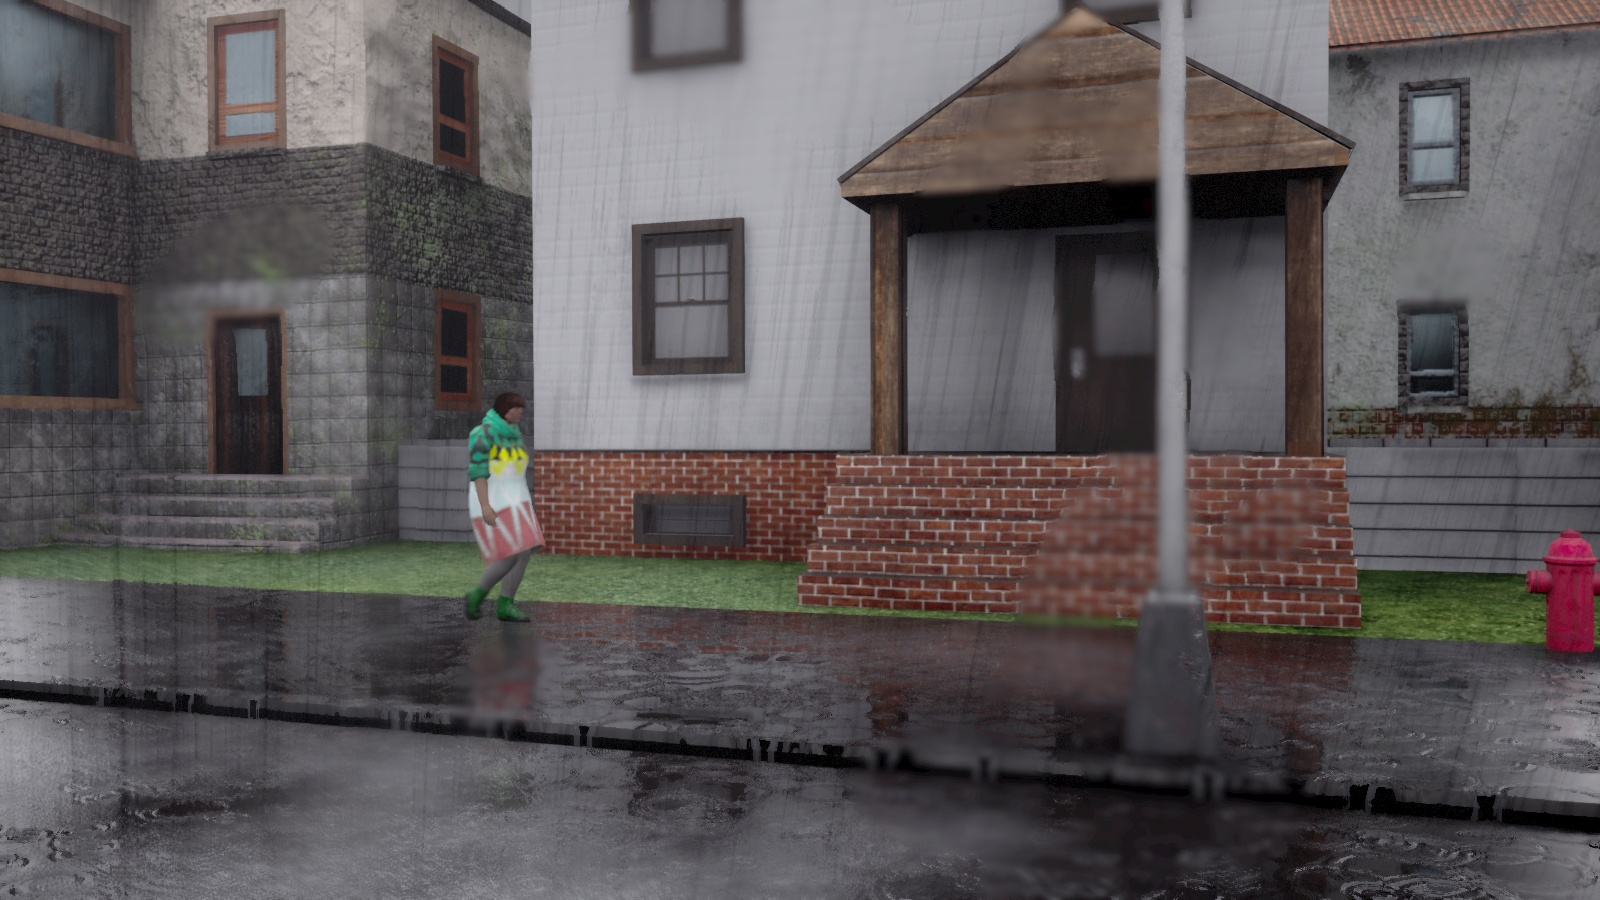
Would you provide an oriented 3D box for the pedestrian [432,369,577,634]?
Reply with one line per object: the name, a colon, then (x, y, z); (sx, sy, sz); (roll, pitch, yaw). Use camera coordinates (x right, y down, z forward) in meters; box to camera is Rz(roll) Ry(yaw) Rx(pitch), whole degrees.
pedestrian: (-2.276, 0.372, 9.699); (0.873, 1.952, 0.659); (1, 1, 24)
